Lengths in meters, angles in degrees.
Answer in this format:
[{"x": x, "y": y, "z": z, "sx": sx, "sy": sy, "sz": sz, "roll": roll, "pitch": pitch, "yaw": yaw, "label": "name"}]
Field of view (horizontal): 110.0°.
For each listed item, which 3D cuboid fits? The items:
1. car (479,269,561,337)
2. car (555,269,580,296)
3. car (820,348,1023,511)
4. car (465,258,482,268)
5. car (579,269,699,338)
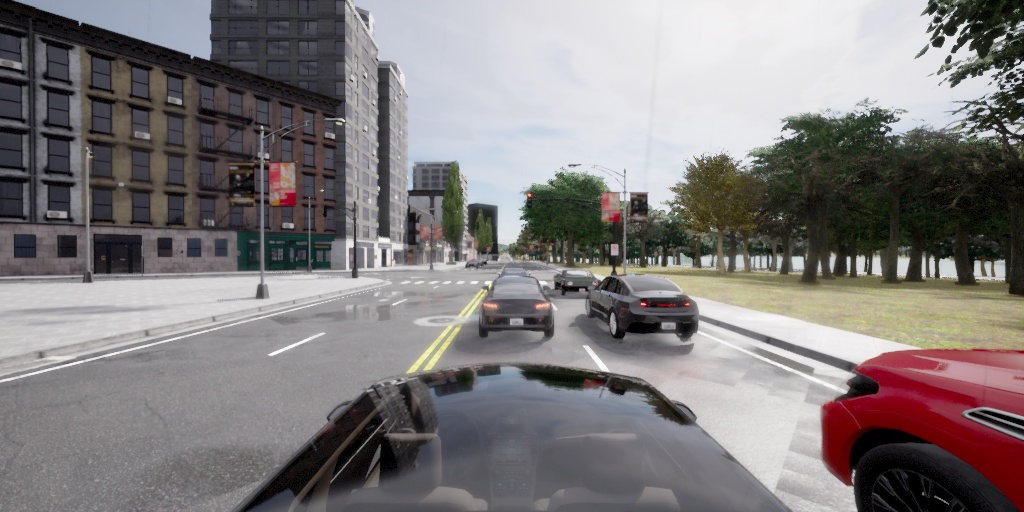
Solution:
[{"x": 0.116, "y": 1.274, "z": 10.136, "sx": 1.812, "sy": 1.442, "sz": 4.674, "roll": 0, "pitch": 0, "yaw": 0, "label": "car"}, {"x": 3.379, "y": 1.347, "z": 19.411, "sx": 1.895, "sy": 1.301, "sz": 4.718, "roll": 0, "pitch": 0, "yaw": 0, "label": "car"}, {"x": 3.348, "y": 0.972, "z": 0.235, "sx": 2.150, "sy": 2.045, "sz": 5.566, "roll": 0, "pitch": 0, "yaw": 0, "label": "car"}, {"x": -6.487, "y": 1.296, "z": 59.147, "sx": 1.994, "sy": 1.385, "sz": 4.181, "roll": 0, "pitch": 0, "yaw": 0, "label": "car"}, {"x": 3.363, "y": 1.253, "z": 10.098, "sx": 1.837, "sy": 1.490, "sz": 4.892, "roll": 0, "pitch": 0, "yaw": 0, "label": "car"}]
